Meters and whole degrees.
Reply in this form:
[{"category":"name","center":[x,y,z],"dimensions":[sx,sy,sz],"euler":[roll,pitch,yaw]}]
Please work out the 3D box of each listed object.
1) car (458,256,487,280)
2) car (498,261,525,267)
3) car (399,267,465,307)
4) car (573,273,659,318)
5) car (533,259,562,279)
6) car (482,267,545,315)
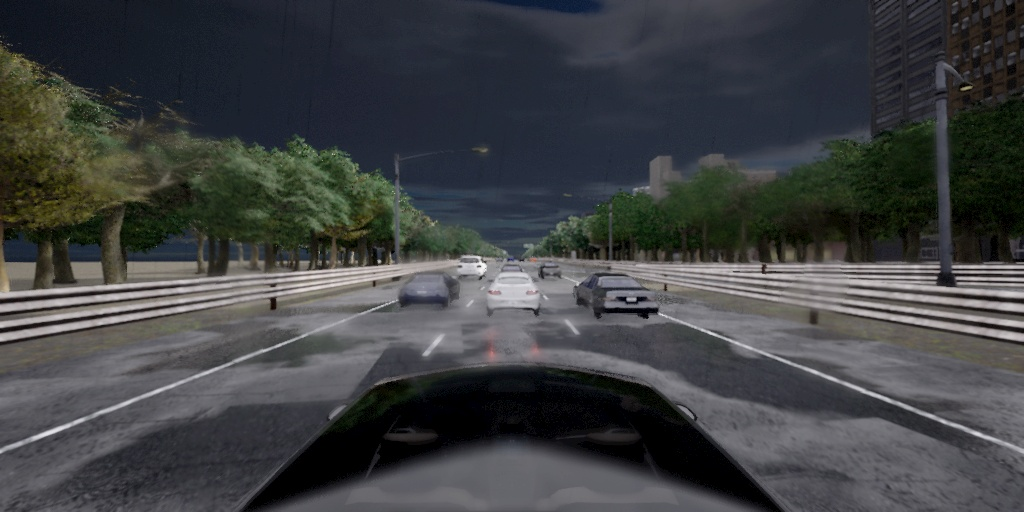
[{"category":"car","center":[-3.539,1.039,32.383],"dimensions":[2.150,2.045,5.566],"euler":[0,0,0]},{"category":"car","center":[-0.031,1.367,28.067],"dimensions":[2.033,1.411,5.357],"euler":[0,0,0]},{"category":"car","center":[-3.474,1.369,15.800],"dimensions":[1.994,1.385,4.181],"euler":[0,0,0]},{"category":"car","center":[3.535,1.343,13.136],"dimensions":[2.033,1.411,5.357],"euler":[0,0,0]},{"category":"car","center":[3.454,1.305,33.353],"dimensions":[2.128,1.511,4.902],"euler":[0,0,0]},{"category":"car","center":[0.046,1.323,13.630],"dimensions":[1.812,1.442,4.674],"euler":[0,0,0]}]
